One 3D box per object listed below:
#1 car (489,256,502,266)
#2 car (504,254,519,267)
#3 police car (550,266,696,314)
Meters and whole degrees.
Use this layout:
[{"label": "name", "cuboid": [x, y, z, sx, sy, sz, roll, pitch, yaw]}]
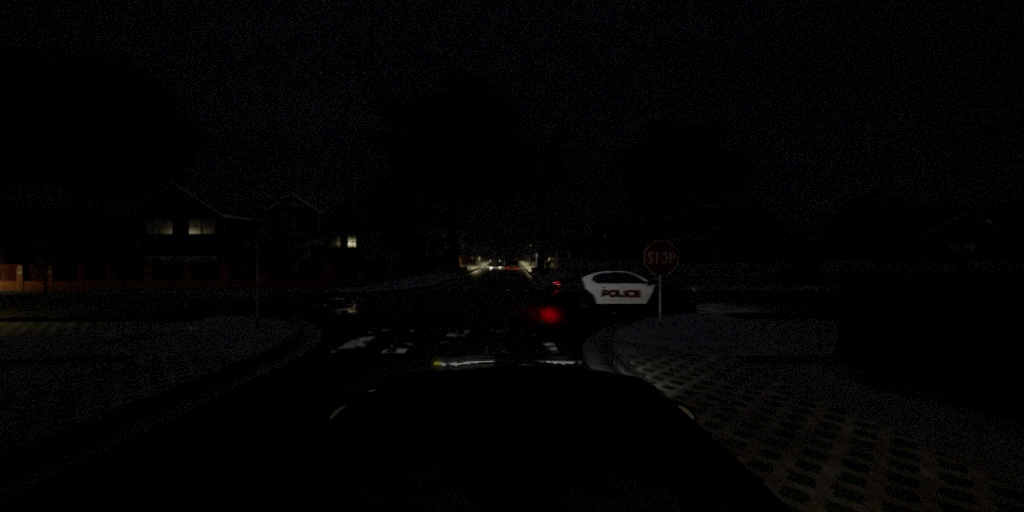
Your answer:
[{"label": "car", "cuboid": [-2.839, 0.869, 62.351, 2.097, 1.767, 4.553, 0, 0, 0]}, {"label": "car", "cuboid": [-0.082, 0.754, 58.184, 2.150, 2.045, 5.566, 0, 0, 0]}, {"label": "police car", "cuboid": [3.897, 1.181, 12.921, 4.974, 1.542, 2.038, 0, 0, 0]}]
